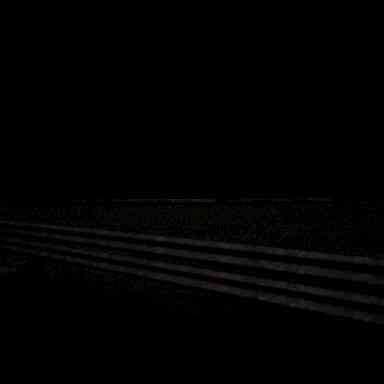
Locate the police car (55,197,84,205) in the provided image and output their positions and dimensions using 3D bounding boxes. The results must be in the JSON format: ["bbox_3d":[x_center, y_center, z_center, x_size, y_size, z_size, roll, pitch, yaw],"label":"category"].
[{"bbox_3d":[-23.228,1.704,63.133,5.238,1.638,1.930,0,0,0],"label":"police car"}]
